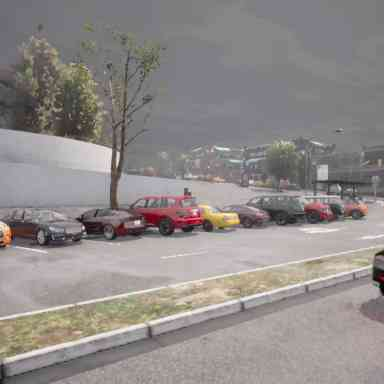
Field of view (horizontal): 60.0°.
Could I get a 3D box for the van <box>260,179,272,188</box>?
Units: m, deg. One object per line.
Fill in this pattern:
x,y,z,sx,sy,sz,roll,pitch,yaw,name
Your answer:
17.244,-1.758,72.296,1.878,1.987,4.442,7,4,35,van

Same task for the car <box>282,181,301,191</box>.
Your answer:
20.734,-0.987,67.463,2.231,1.521,4.892,7,3,35,car

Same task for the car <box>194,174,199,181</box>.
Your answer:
3.341,-3.845,92.043,2.185,1.767,4.553,6,3,34,car

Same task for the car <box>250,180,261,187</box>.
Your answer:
15.669,-1.806,75.027,1.946,1.575,5.366,7,3,35,car

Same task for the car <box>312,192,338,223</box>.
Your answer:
7.806,1.270,25.689,5.566,2.045,2.435,-1,-1,35,car

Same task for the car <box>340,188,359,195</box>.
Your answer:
27.637,0.142,57.606,2.002,1.452,4.674,7,3,35,car

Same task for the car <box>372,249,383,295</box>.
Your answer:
5.859,1.501,7.311,4.902,1.511,2.128,0,0,-35,car

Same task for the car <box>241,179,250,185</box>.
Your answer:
13.837,-2.038,77.347,2.002,1.452,4.674,7,4,35,car

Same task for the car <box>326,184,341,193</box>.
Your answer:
25.946,-0.421,60.078,2.435,2.045,5.566,7,3,35,car

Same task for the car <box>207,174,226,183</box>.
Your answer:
6.987,-3.170,87.318,1.946,1.575,5.366,7,3,34,car

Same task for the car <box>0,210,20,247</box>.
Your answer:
-9.390,1.367,13.551,4.553,1.767,2.185,-1,-1,34,car

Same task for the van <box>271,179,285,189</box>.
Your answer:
18.973,-1.485,69.825,1.878,1.987,4.442,7,4,35,van

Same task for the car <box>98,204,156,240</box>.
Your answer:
-4.504,1.526,17.024,4.792,1.488,2.163,-1,-1,35,car

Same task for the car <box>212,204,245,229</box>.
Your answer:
0.260,1.505,20.597,5.366,1.575,1.946,-1,-1,35,car

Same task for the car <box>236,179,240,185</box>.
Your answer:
12.094,-2.311,79.809,2.002,1.452,4.674,7,3,35,car

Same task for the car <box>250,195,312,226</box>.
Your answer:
5.293,1.265,23.984,5.566,2.045,2.435,-1,-1,35,car

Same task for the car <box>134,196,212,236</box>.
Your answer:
-2.060,1.250,18.769,5.566,2.045,2.435,-1,-1,35,car

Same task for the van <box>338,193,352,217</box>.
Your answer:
10.344,1.300,27.359,4.442,1.987,1.878,-1,-1,35,van

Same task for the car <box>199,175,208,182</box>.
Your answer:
5.136,-3.693,89.577,2.435,2.045,5.566,7,3,34,car

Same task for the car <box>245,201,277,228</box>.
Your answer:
2.866,1.551,22.226,4.674,1.452,2.002,-1,-1,35,car

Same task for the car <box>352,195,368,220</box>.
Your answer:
12.753,1.407,29.110,4.553,1.767,2.185,-1,-1,35,car

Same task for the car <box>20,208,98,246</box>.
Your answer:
-6.924,1.495,15.277,4.892,1.521,2.231,-1,-1,35,car

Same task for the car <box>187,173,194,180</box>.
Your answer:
1.611,-4.079,94.512,2.185,1.767,4.553,4,1,33,car
